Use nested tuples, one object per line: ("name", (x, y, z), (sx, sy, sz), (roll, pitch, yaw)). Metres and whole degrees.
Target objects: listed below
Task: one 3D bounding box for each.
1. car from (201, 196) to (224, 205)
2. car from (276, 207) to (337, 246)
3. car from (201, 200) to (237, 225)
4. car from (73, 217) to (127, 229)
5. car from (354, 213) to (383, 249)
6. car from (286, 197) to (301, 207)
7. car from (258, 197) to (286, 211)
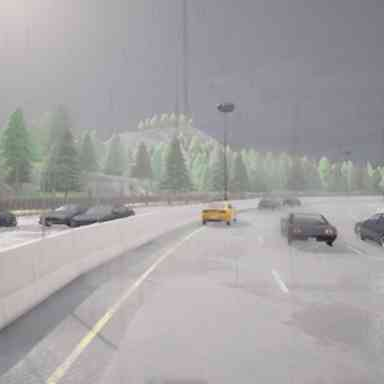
("car", (3.617, 1.430, 58.432), (1.837, 1.490, 4.892), (0, 0, 33))
("car", (5.160, 1.595, 15.367), (1.895, 1.301, 4.718), (0, 0, 10))
("car", (2.028, 1.450, 23.877), (1.882, 1.535, 5.008), (0, 0, 15))
("car", (-4.954, 1.434, 19.067), (1.882, 1.535, 5.008), (0, 0, 12))
("car", (8.380, 1.554, 13.687), (2.033, 1.411, 5.357), (0, 0, 10))
("car", (15.257, 1.479, 50.937), (1.837, 1.490, 4.892), (0, 0, 35))
("car", (9.496, 1.462, 40.436), (2.128, 1.511, 4.902), (0, 0, 28))
